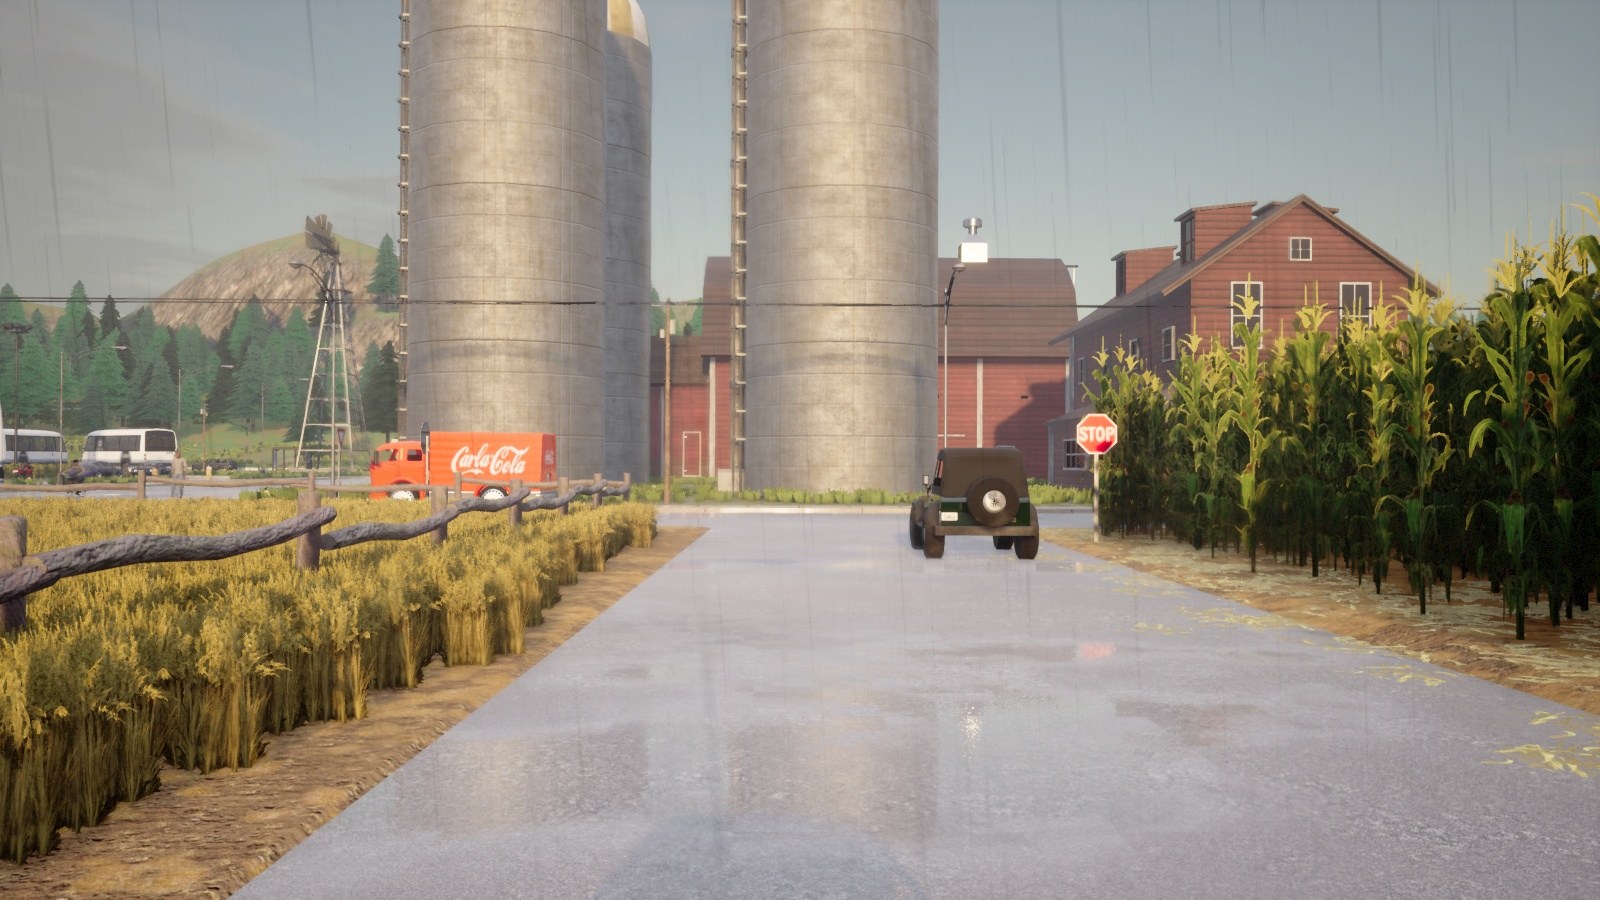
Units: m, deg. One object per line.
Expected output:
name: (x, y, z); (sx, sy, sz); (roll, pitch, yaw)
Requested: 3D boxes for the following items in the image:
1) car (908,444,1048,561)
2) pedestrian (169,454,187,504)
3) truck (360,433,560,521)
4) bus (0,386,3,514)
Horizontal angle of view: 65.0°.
car: (3.037, 0.871, 22.190); (1.905, 1.878, 3.866); (0, -1, 0)
pedestrian: (-22.708, 1.053, 45.838); (0.354, 1.836, 0.706); (0, -1, -3)
truck: (-9.943, 0.779, 37.099); (5.204, 2.467, 2.627); (0, -1, 1)
bus: (-30.943, -0.014, 38.534); (3.944, 4.253, 10.273); (-1, -1, 31)
